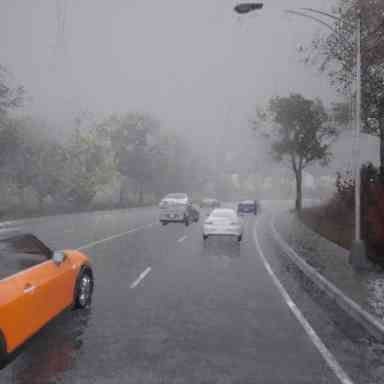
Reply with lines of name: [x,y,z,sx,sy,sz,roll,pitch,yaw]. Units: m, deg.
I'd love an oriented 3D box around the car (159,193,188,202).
car: [-2.270,1.222,42.994,2.150,2.045,5.566,0,0,21]

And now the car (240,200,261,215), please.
car: [5.979,1.530,34.331,1.882,1.535,5.008,0,0,18]

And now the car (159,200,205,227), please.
car: [-0.729,1.558,23.277,2.033,1.411,5.357,0,0,12]

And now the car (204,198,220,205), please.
car: [2.481,1.557,45.305,1.812,1.442,4.674,0,0,23]

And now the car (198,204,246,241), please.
car: [1.662,1.545,16.895,1.812,1.442,4.674,0,0,9]

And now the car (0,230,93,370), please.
car: [-3.119,1.344,4.983,2.097,1.767,4.553,0,0,2]
